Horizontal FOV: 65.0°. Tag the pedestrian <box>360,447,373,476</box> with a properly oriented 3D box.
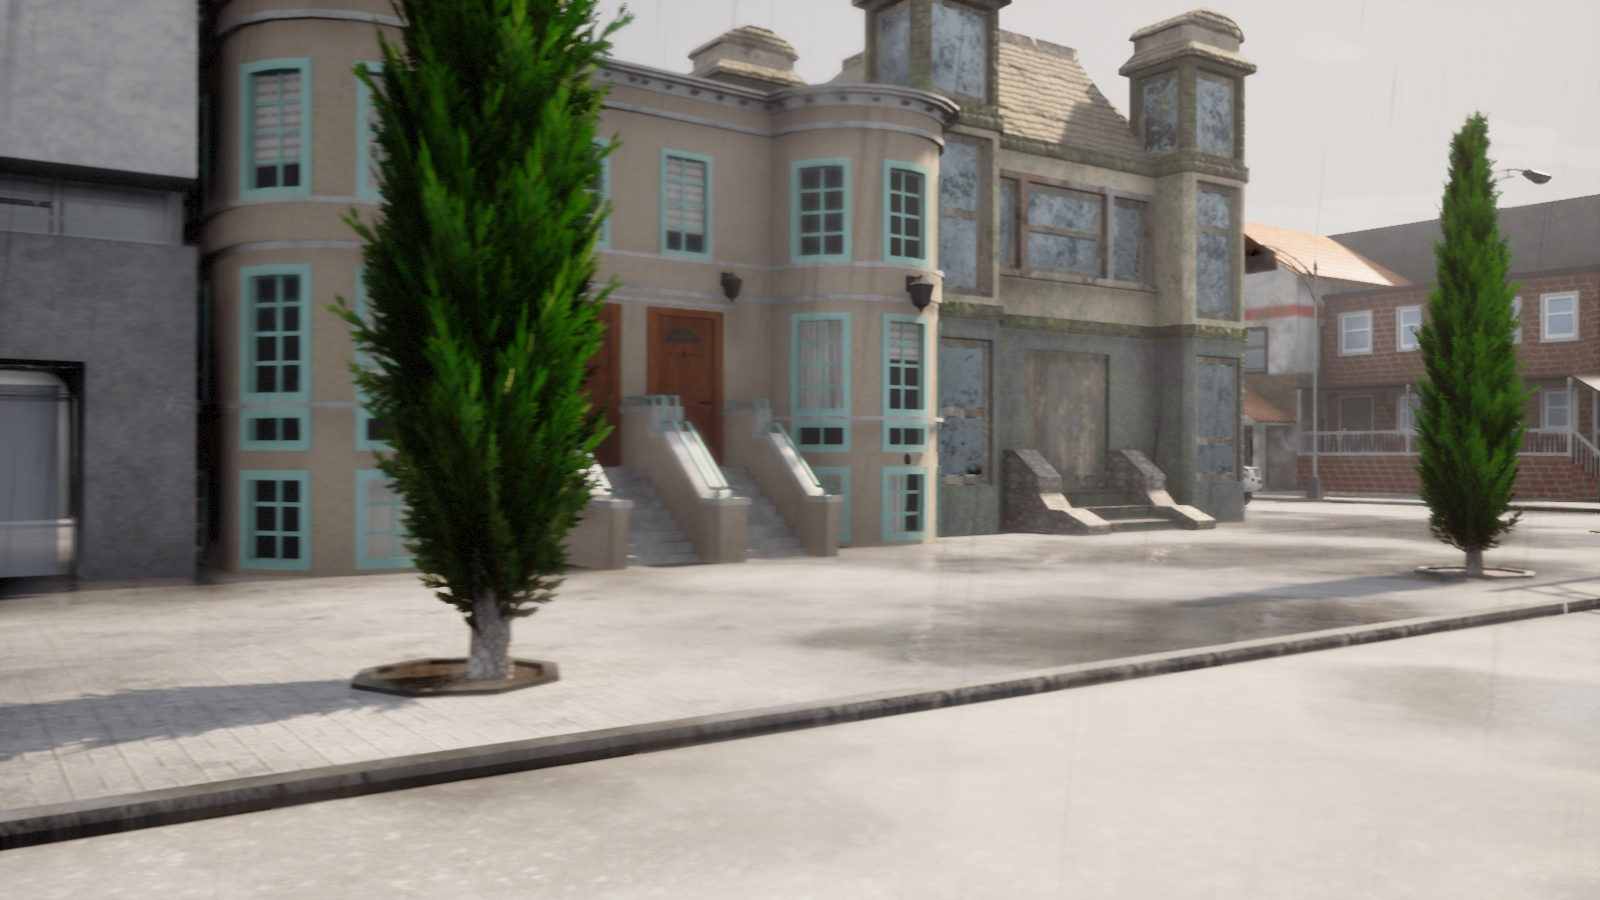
[{"bbox_3d":[-27.567,0.709,79.844,0.634,1.844,0.899,0,0,-32],"label":"pedestrian"}]

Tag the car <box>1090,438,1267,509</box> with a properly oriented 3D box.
[{"bbox_3d":[10.623,0.626,35.538,1.932,1.855,4.605,0,0,-34],"label":"car"}]
